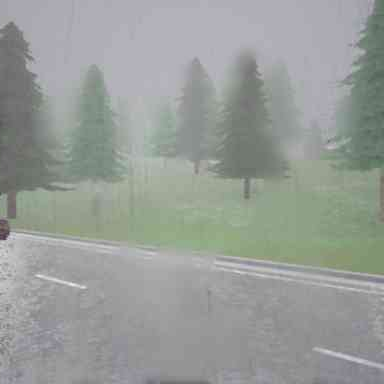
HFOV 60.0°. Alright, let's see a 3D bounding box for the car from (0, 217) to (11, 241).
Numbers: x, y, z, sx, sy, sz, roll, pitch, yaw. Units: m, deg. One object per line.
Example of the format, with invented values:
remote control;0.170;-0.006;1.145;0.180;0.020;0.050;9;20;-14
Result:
car;-10.335;1.546;15.646;4.674;1.442;1.812;0;0;35
